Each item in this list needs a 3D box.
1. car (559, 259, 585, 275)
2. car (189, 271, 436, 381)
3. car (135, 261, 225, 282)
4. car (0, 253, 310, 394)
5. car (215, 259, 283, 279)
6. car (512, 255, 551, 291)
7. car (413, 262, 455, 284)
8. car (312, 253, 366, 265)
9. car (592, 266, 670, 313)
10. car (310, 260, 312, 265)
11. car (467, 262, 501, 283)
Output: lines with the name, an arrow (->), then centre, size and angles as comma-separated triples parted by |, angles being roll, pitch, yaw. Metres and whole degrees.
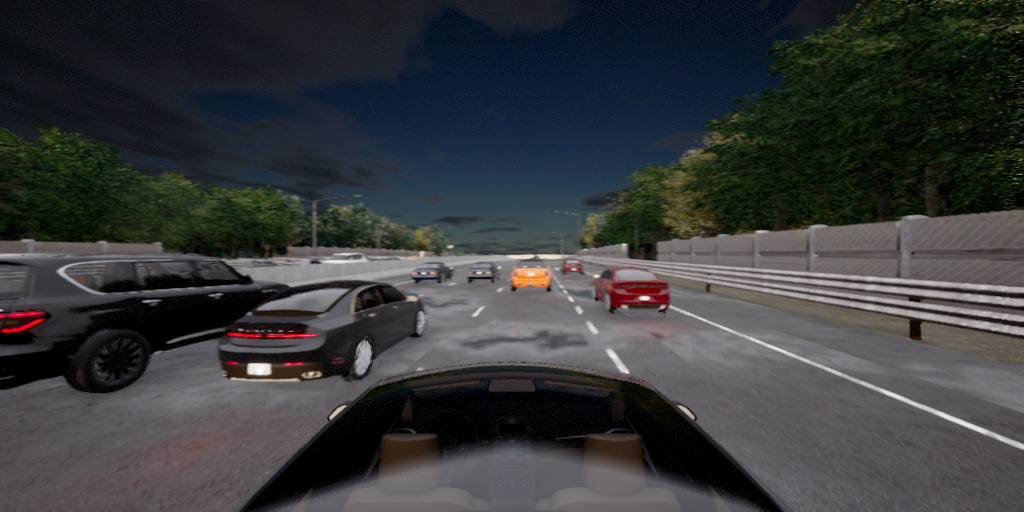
car -> 5.649, 0.972, 34.034 | 1.812, 1.442, 4.674 | 0, 1, 4
car -> -3.179, 1.228, 7.153 | 1.837, 1.490, 4.892 | 0, 0, 4
car -> -26.463, 1.159, 28.912 | 2.033, 1.411, 5.357 | 0, 1, 4
car -> -6.709, 0.958, 6.843 | 2.150, 2.045, 5.566 | 0, 0, 4
car -> -22.783, 1.065, 31.376 | 2.128, 1.511, 4.902 | 0, 1, 4
car -> 1.138, 0.954, 20.644 | 2.097, 1.767, 4.553 | 0, 1, 4
car -> -5.461, 1.125, 25.334 | 2.033, 1.411, 5.357 | 0, 1, 4
car -> -15.626, 0.747, 33.410 | 2.150, 2.045, 5.566 | 0, 1, 4
car -> 4.267, 1.130, 13.542 | 1.882, 1.535, 5.008 | 0, 1, 4
car -> -19.148, 1.067, 33.244 | 1.812, 1.442, 4.674 | 0, 1, 4
car -> -1.941, 1.111, 25.512 | 2.033, 1.411, 5.357 | 0, 1, 4
